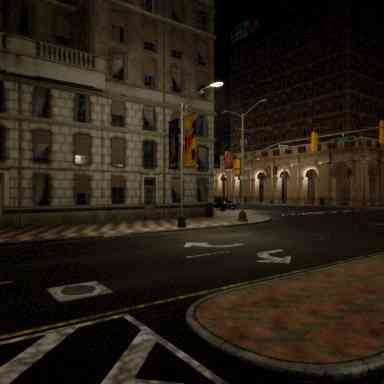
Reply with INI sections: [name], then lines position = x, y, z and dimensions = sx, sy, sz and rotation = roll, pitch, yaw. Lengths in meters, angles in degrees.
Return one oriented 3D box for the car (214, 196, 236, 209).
[car]
position = 3.735, 1.352, 43.649
dimensions = 2.097, 1.767, 4.553
rotation = 0, 0, -36
